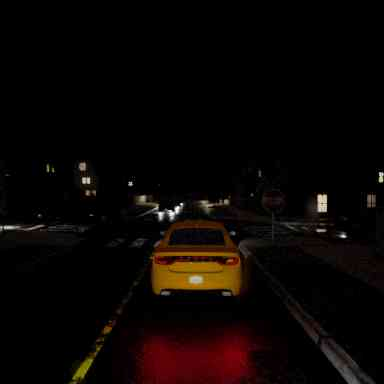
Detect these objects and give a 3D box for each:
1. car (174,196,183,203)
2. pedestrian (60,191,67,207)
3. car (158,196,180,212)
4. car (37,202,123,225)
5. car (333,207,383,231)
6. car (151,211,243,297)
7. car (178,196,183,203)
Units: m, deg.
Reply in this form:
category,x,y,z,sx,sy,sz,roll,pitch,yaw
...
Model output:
category,x,y,z,sx,sy,sz,roll,pitch,yaw
car,-2.785,1.529,68.745,1.812,1.442,4.674,0,0,0
pedestrian,-9.695,0.862,25.144,0.375,1.860,0.375,0,0,1
car,-2.868,1.537,38.902,2.033,1.411,5.357,0,0,0
car,-7.466,1.377,22.434,5.357,1.411,2.033,1,2,-23
car,11.960,1.719,21.924,5.008,1.535,1.882,1,1,1
car,0.148,1.475,8.634,1.882,1.535,5.008,0,0,2
car,-2.854,1.470,52.334,2.128,1.511,4.902,0,0,0
